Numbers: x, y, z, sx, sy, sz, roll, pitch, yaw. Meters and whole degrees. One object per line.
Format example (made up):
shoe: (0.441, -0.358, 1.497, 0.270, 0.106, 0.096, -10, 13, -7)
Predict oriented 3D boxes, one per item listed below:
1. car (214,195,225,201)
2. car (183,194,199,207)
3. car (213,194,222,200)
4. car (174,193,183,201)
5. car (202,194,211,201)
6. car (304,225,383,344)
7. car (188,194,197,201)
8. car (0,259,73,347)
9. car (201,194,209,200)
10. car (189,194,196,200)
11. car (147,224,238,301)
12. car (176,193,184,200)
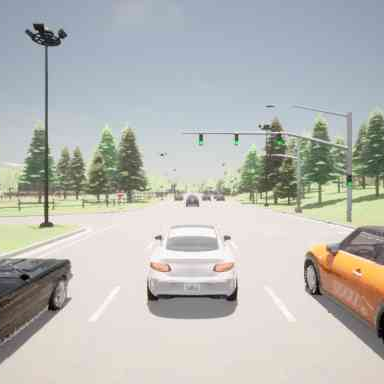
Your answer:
car: (7.124, 1.517, 82.715, 2.128, 1.511, 4.902, 0, 0, 0)
car: (0.078, 1.352, 52.083, 2.097, 1.767, 4.553, 0, 0, 0)
car: (7.140, 1.385, 93.135, 1.994, 1.385, 4.181, 0, 0, 0)
car: (-3.375, 1.544, 83.114, 1.994, 1.385, 4.181, 0, 0, 0)
car: (3.625, 1.347, 83.107, 2.097, 1.767, 4.553, 0, 0, 0)
car: (3.607, 1.351, 5.785, 2.097, 1.767, 4.553, 0, 0, 0)
car: (0.125, 1.347, 83.112, 2.097, 1.767, 4.553, 0, 0, 0)
car: (-3.393, 1.601, 4.797, 1.895, 1.301, 4.718, 0, 0, 0)
car: (3.640, 1.372, 93.140, 2.033, 1.411, 5.357, 0, 0, 0)
car: (0.140, 1.332, 93.146, 1.837, 1.490, 4.892, 0, 0, 0)
car: (0.019, 1.526, 8.210, 1.812, 1.442, 4.674, 0, 0, 0)
car: (-3.360, 1.187, 93.121, 2.097, 1.767, 4.553, 0, 0, 0)
